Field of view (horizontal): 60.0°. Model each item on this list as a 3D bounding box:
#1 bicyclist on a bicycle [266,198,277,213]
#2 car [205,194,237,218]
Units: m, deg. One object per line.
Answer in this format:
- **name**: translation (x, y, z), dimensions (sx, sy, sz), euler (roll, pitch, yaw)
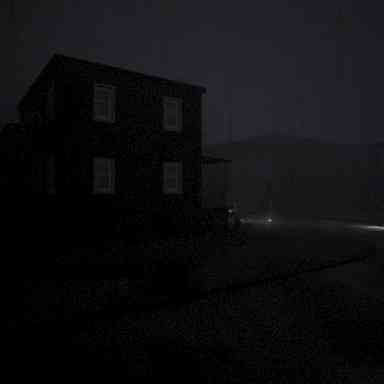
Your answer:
- **bicyclist on a bicycle**: translation (8.322, 1.348, 34.790), dimensions (1.656, 1.620, 0.582), euler (0, 0, -35)
- **car**: translation (1.575, 1.221, 29.786), dimensions (2.150, 2.045, 5.566), euler (0, 0, -35)
